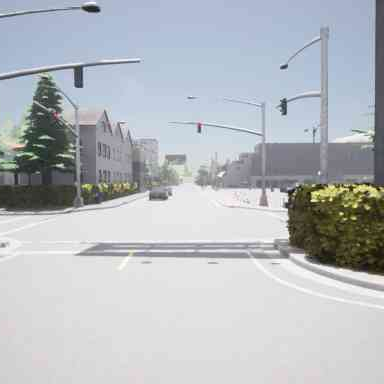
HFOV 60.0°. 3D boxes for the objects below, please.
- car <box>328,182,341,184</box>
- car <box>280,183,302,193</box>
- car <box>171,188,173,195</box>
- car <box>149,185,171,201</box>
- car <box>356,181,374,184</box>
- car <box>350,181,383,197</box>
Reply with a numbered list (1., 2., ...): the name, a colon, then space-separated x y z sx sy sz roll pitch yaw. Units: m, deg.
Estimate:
1. car: 25.143 -1.052 59.598 2.152 1.636 5.027 -1 2 -1
2. car: 15.125 -0.545 52.157 2.007 1.523 4.514 -1 2 -1
3. car: -3.868 -0.220 48.494 2.128 1.511 4.902 -1 2 0
4. car: -3.822 0.119 38.364 1.882 1.535 5.008 -1 2 0
5. car: 18.922 -0.184 34.310 1.905 1.878 3.866 -1 2 -1
6. car: 22.145 -0.472 42.199 1.932 1.855 4.605 -1 2 -1
